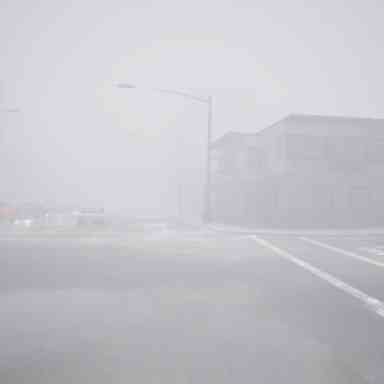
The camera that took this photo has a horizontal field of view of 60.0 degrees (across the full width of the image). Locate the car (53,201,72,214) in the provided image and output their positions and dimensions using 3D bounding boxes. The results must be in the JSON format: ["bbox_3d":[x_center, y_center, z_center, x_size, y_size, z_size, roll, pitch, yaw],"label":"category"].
[{"bbox_3d":[-17.380,2.097,43.133,1.812,1.442,4.674,1,-2,-9],"label":"car"}]

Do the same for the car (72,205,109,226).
[{"bbox_3d":[-7.395,1.819,25.189,1.895,1.301,4.718,1,-1,-9],"label":"car"}]

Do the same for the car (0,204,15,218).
[{"bbox_3d":[-19.344,1.810,32.656,1.895,1.301,4.718,1,-2,-9],"label":"car"}]

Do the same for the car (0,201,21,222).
[{"bbox_3d":[-14.483,1.422,24.003,2.097,1.767,4.553,1,-1,-9],"label":"car"}]

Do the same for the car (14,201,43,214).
[{"bbox_3d":[-20.853,1.978,42.629,1.882,1.535,5.008,1,-2,-8],"label":"car"}]

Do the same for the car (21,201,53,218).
[{"bbox_3d":[-15.849,1.766,32.950,2.128,1.511,4.902,1,-2,-9],"label":"car"}]

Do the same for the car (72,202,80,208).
[{"bbox_3d":[-18.874,2.365,52.945,1.837,1.490,4.892,1,-1,-8],"label":"car"}]

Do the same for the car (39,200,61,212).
[{"bbox_3d":[-22.340,2.144,52.477,2.097,1.767,4.553,1,-2,-8],"label":"car"}]
